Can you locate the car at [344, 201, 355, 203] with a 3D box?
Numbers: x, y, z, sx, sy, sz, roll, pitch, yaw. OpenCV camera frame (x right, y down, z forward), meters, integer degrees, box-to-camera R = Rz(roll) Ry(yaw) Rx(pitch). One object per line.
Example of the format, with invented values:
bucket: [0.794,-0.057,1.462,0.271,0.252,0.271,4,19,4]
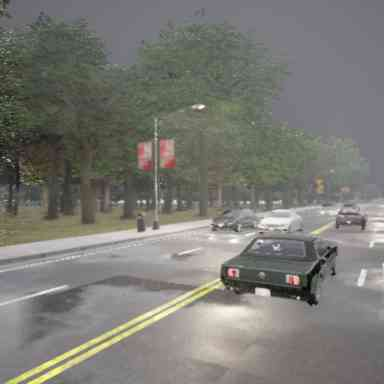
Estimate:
car: [26.853,2.196,56.685,1.895,1.301,4.718,-1,-1,30]

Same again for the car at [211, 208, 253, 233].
car: [2.962,1.856,22.508,1.837,1.490,4.892,-1,-1,30]

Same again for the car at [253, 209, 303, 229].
car: [5.624,1.826,20.639,1.812,1.442,4.674,-1,-1,31]

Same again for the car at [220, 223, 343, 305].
car: [2.533,1.722,8.518,1.895,1.301,4.718,-1,-1,30]

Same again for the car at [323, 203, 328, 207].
car: [24.048,2.157,58.327,1.895,1.301,4.718,-1,-1,30]

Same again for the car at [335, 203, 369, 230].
car: [11.517,1.803,23.863,2.128,1.511,4.902,-1,-1,30]
